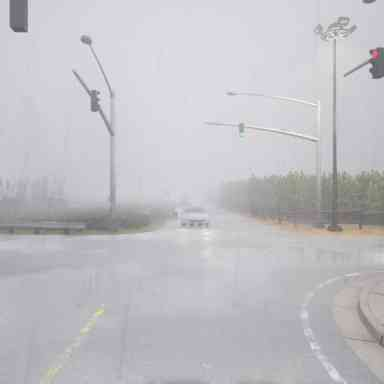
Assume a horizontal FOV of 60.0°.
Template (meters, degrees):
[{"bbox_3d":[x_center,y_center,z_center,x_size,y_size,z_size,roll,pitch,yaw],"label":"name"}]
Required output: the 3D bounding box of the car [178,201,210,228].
[{"bbox_3d":[0.168,1.614,22.475,1.812,1.442,4.674,0,1,-2],"label":"car"}]

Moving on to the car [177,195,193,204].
[{"bbox_3d":[-1.036,1.249,48.368,2.097,1.767,4.553,0,0,-3],"label":"car"}]
